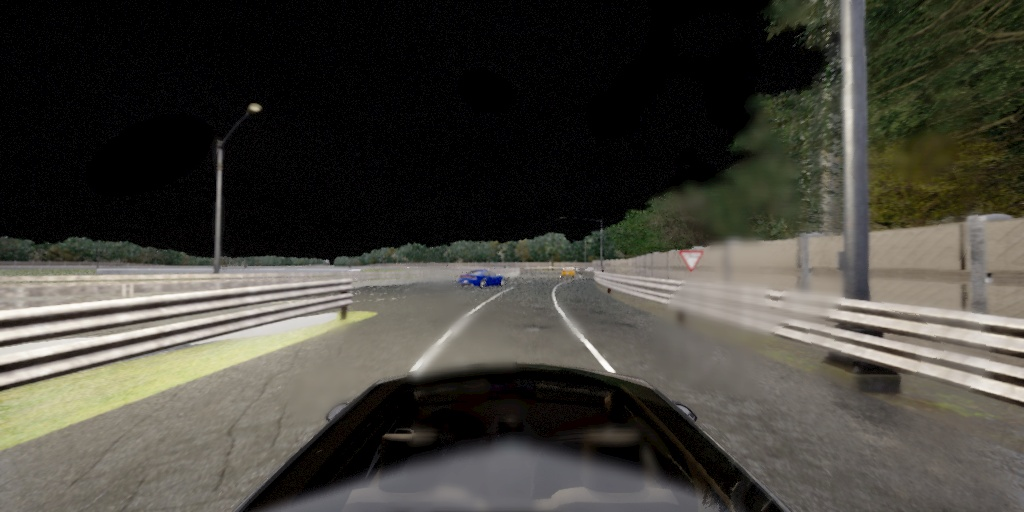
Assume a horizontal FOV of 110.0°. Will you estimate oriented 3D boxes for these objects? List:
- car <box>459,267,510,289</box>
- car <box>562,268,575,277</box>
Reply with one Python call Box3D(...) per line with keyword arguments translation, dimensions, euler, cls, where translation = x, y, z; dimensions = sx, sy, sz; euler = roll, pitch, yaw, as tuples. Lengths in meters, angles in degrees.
Box3D(translation=(-2.396, 1.901, 30.169), dimensions=(1.882, 1.535, 5.008), euler=(0, -2, 30), cls="car")
Box3D(translation=(9.513, 2.755, 60.317), dimensions=(1.882, 1.535, 5.008), euler=(0, -2, 13), cls="car")
